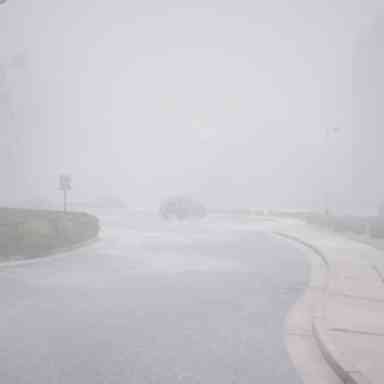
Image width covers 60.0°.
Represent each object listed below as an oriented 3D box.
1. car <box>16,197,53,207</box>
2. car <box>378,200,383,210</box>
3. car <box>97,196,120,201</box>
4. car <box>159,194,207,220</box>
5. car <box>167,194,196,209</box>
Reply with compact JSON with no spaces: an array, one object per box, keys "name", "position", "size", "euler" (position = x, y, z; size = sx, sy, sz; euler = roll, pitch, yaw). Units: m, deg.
[{"name":"car","position":[-19.162,1.392,40.558],"size":[1.784,1.438,3.905],"euler":[0,0,35]},{"name":"car","position":[18.390,1.488,30.449],"size":[2.242,1.667,4.611],"euler":[0,0,35]},{"name":"car","position":[-12.707,1.378,51.750],"size":[1.816,1.474,4.193],"euler":[0,0,35]},{"name":"car","position":[-0.706,1.262,27.722],"size":[1.932,1.855,4.605],"euler":[0,0,35]},{"name":"car","position":[-1.371,1.234,44.427],"size":[1.905,1.878,3.866],"euler":[0,0,35]}]
